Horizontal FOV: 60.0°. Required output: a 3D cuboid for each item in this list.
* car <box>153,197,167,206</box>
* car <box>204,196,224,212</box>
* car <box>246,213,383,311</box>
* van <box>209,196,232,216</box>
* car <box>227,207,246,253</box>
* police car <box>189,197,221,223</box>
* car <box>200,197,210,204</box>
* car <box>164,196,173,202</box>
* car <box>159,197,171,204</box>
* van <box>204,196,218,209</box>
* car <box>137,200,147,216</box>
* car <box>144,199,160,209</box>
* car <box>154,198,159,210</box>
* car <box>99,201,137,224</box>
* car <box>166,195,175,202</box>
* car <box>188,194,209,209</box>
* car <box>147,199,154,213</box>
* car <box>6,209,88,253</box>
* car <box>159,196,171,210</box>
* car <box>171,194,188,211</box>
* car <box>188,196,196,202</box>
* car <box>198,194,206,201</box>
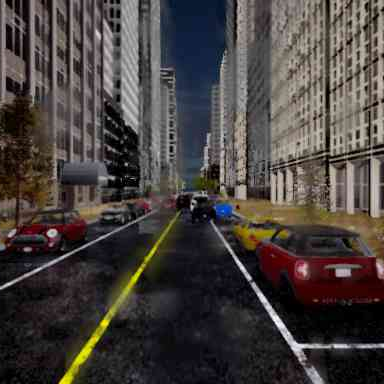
[{"bbox_3d":[-5.689,1.692,58.992,2.008,1.369,4.403,-1,0,0],"label":"car"},{"bbox_3d":[2.686,1.416,41.941,2.192,1.841,5.009,-1,0,0],"label":"car"},{"bbox_3d":[2.683,1.459,7.839,1.967,1.590,4.097,-1,0,0],"label":"car"},{"bbox_3d":[2.685,1.415,30.573,1.690,1.788,3.998,-1,0,0],"label":"van"},{"bbox_3d":[2.685,1.559,13.692,1.752,1.417,4.829,-1,0,0],"label":"car"},{"bbox_3d":[0.903,1.488,26.029,1.930,1.638,5.238,0,0,0],"label":"police car"},{"bbox_3d":[2.693,1.719,70.358,2.008,1.369,4.403,-1,0,0],"label":"car"},{"bbox_3d":[-5.686,1.777,81.726,1.802,1.307,4.206,-1,0,0],"label":"car"},{"bbox_3d":[-5.687,1.719,70.359,2.008,1.369,4.403,-1,0,0],"label":"car"},{"bbox_3d":[2.688,1.456,47.624,1.690,1.788,3.998,-1,0,0],"label":"van"},{"bbox_3d":[-5.693,1.639,30.574,1.947,1.339,4.313,-1,0,0],"label":"car"},{"bbox_3d":[-5.691,1.697,47.625,1.802,1.307,4.206,-1,0,0],"label":"car"},{"bbox_3d":[-5.692,1.652,41.941,2.008,1.369,4.403,-1,0,0],"label":"car"},{"bbox_3d":[-5.694,1.611,24.890,2.008,1.369,4.403,-1,0,0],"label":"car"},{"bbox_3d":[-5.686,1.648,87.410,1.967,1.590,4.097,-1,0,0],"label":"car"},{"bbox_3d":[0.905,1.311,35.951,2.150,2.045,5.566,0,0,0],"label":"car"},{"bbox_3d":[-5.692,1.632,36.258,1.887,1.381,4.507,-1,0,0],"label":"car"},{"bbox_3d":[-5.697,1.473,13.524,1.967,1.590,4.097,-1,0,0],"label":"car"},{"bbox_3d":[-3.082,1.631,44.114,1.812,1.442,4.674,0,0,0],"label":"car"},{"bbox_3d":[-0.136,1.322,42.305,2.150,2.045,5.566,-1,0,24],"label":"car"},{"bbox_3d":[0.011,1.598,76.929,1.812,1.442,4.674,0,0,0],"label":"car"},{"bbox_3d":[2.694,1.537,93.093,2.192,1.841,5.009,-1,0,0],"label":"car"}]
